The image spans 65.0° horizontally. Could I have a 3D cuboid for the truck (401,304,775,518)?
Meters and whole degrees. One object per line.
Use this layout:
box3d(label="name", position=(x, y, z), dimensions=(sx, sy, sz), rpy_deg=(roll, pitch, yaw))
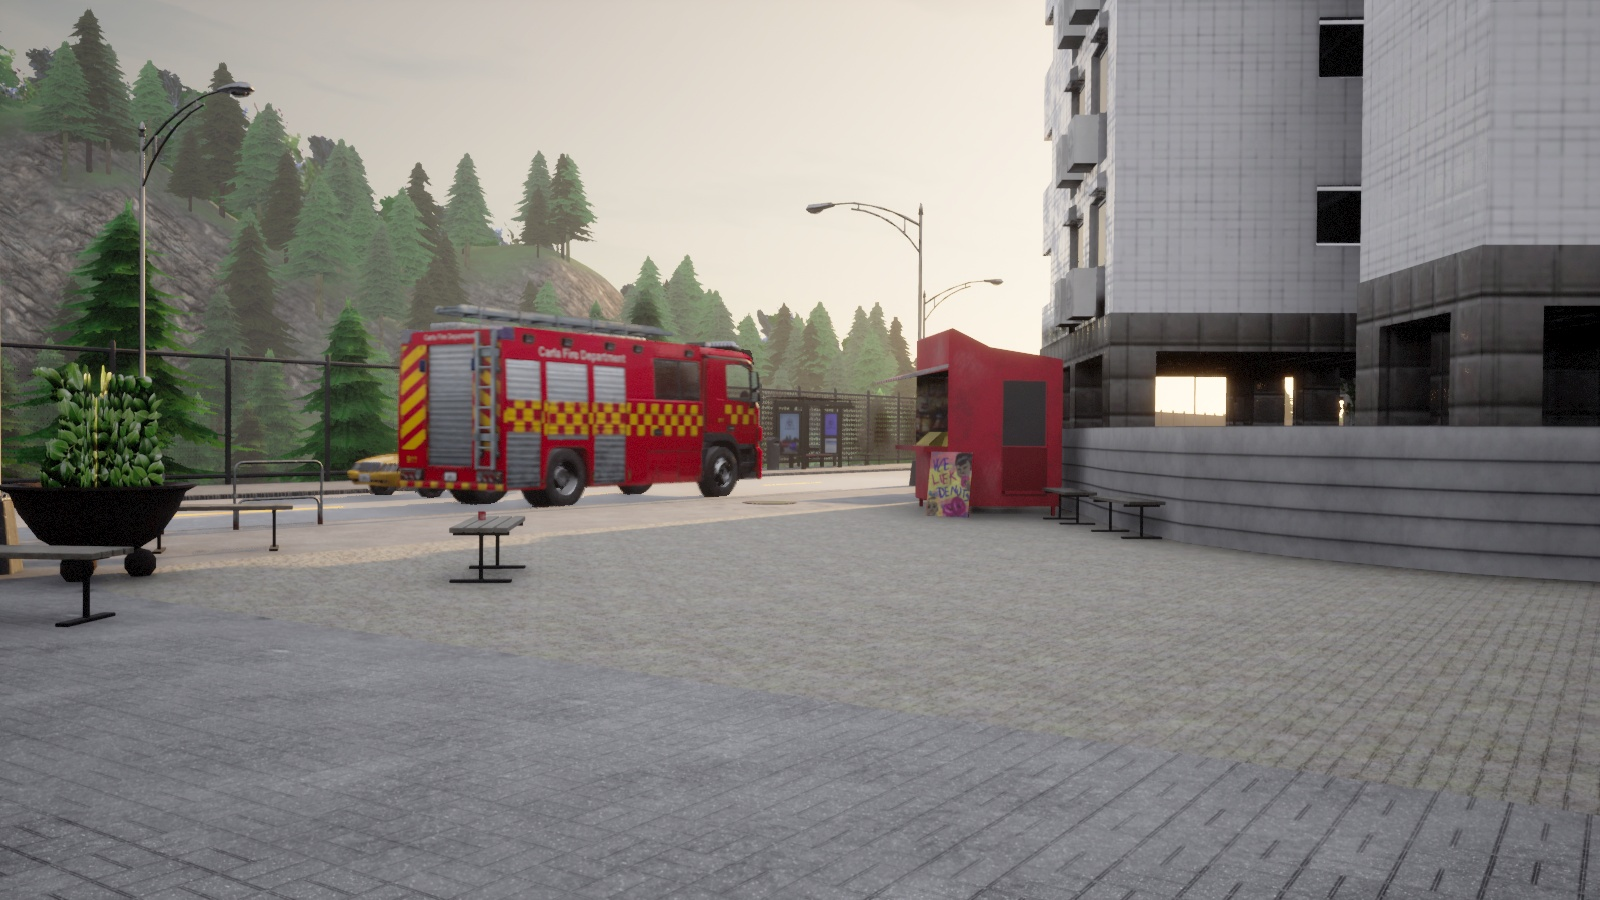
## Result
box3d(label="truck", position=(-4.107, -0.762, 26.809), dimensions=(2.891, 3.827, 8.468), rpy_deg=(0, 1, 33))

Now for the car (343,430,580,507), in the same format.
box3d(label="car", position=(-7.590, 0.346, 28.764), dimensions=(1.801, 1.575, 5.366), rpy_deg=(0, 1, 34))
